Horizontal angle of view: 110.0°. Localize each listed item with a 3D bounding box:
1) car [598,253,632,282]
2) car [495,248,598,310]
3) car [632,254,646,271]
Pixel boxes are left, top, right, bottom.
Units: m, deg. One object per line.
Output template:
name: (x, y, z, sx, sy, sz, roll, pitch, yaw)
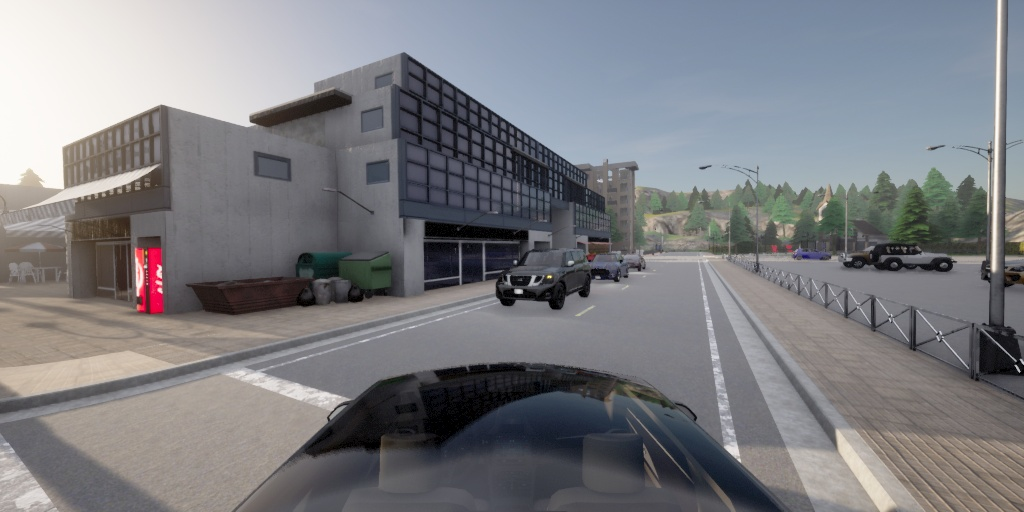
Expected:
car: (5.971, 0.601, 22.632, 2.097, 1.767, 4.553, 0, 1, 27)
car: (1.471, 0.715, 13.885, 2.150, 2.045, 5.566, 0, 1, 27)
car: (10.656, 0.520, 31.728, 1.812, 1.442, 4.674, 0, 1, 27)
